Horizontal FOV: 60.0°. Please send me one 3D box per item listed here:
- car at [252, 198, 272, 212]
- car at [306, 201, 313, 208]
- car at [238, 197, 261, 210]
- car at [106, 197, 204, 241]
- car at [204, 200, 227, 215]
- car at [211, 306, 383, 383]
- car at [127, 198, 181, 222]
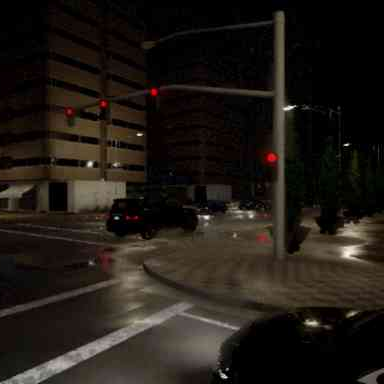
[{"bbox_3d":[9.202,1.667,39.056,1.895,1.301,4.718,0,0,35],"label":"car"},{"bbox_3d":[16.493,1.666,49.402,1.895,1.301,4.718,0,0,35],"label":"car"},{"bbox_3d":[7.797,1.421,43.459,2.097,1.767,4.553,0,0,35],"label":"car"},{"bbox_3d":[-1.933,1.293,17.673,2.150,2.045,5.566,-1,0,36],"label":"car"},{"bbox_3d":[2.028,1.595,35.285,1.812,1.442,4.674,0,0,35],"label":"car"},{"bbox_3d":[2.417,1.501,2.285,4.892,1.490,1.837,-1,-1,36],"label":"car"},{"bbox_3d":[-3.096,1.422,28.036,2.097,1.767,4.553,0,0,35],"label":"car"}]
